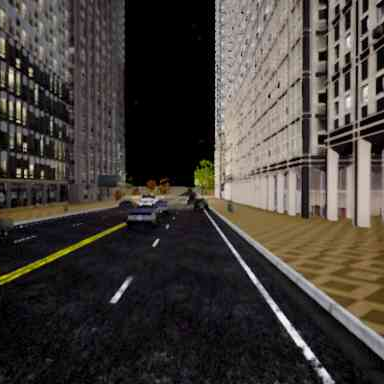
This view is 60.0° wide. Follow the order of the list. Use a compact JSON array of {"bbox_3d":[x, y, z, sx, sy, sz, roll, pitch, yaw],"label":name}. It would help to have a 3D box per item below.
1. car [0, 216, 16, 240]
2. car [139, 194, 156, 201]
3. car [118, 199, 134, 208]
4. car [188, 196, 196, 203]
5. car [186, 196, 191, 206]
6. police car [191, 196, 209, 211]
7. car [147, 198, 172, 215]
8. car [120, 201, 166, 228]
[{"bbox_3d":[-9.803,1.584,14.423,2.033,1.411,5.357,0,0,1],"label":"car"},{"bbox_3d":[-6.543,1.336,49.993,2.150,2.045,5.566,0,0,1],"label":"car"},{"bbox_3d":[-9.793,1.678,50.404,1.994,1.385,4.181,0,0,0],"label":"car"},{"bbox_3d":[0.022,1.643,74.173,1.837,1.490,4.892,0,0,0],"label":"car"},{"bbox_3d":[0.018,1.635,59.716,1.837,1.490,4.892,0,0,0],"label":"car"},{"bbox_3d":[1.150,1.525,41.655,1.930,1.638,5.238,0,0,0],"label":"police car"},{"bbox_3d":[-3.141,1.632,34.675,2.033,1.411,5.357,0,0,0],"label":"car"},{"bbox_3d":[-3.148,1.604,22.447,2.033,1.411,5.357,0,0,0],"label":"car"}]
